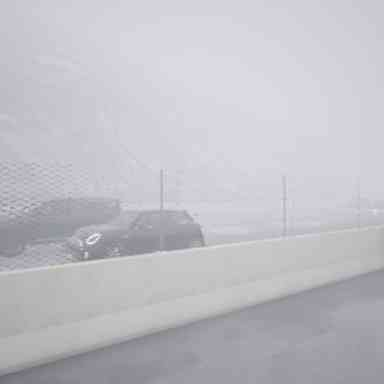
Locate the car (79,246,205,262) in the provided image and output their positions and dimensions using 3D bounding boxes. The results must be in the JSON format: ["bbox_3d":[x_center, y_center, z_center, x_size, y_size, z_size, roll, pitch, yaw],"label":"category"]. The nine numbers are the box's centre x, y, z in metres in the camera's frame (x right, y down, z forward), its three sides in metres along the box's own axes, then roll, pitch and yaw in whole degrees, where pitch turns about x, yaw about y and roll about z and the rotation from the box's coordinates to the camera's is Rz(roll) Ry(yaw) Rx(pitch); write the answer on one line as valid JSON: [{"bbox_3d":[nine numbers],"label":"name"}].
[{"bbox_3d":[-1.807,1.351,11.324,4.553,1.767,2.097,0,0,-36],"label":"car"}]
